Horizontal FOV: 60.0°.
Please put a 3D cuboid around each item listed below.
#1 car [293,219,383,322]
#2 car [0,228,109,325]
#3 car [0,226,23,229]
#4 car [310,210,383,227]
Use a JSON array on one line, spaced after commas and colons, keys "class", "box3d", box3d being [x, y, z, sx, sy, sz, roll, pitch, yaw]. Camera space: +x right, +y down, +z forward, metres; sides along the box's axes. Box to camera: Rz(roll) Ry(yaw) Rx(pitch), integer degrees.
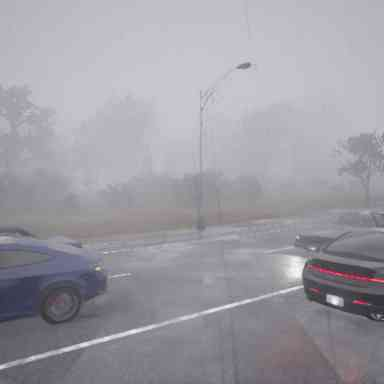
[{"class": "car", "box3d": [4.288, 1.490, 6.805, 4.892, 1.490, 1.837, -1, 0, -36]}, {"class": "car", "box3d": [-3.761, 1.526, 5.604, 4.674, 1.442, 1.812, 0, 0, -36]}, {"class": "car", "box3d": [-5.472, 1.601, 8.685, 4.718, 1.301, 1.895, 0, 0, -36]}, {"class": "car", "box3d": [6.217, 1.439, 12.714, 5.357, 1.411, 2.033, -2, 1, -35]}]
